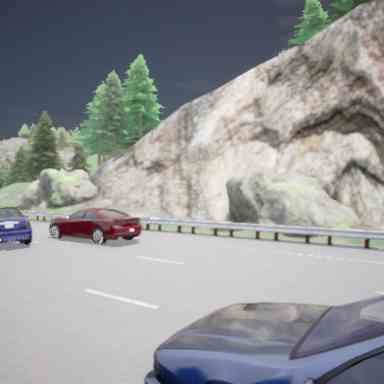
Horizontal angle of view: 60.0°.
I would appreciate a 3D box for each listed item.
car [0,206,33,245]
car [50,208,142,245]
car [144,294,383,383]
[{"bbox_3d":[-8.868,1.356,14.179,4.553,1.767,2.097,0,0,34],"label":"car"},{"bbox_3d":[-4.588,1.470,15.511,5.008,1.535,1.882,0,0,34],"label":"car"},{"bbox_3d":[2.148,1.538,2.411,5.357,1.411,2.033,0,0,35],"label":"car"}]
